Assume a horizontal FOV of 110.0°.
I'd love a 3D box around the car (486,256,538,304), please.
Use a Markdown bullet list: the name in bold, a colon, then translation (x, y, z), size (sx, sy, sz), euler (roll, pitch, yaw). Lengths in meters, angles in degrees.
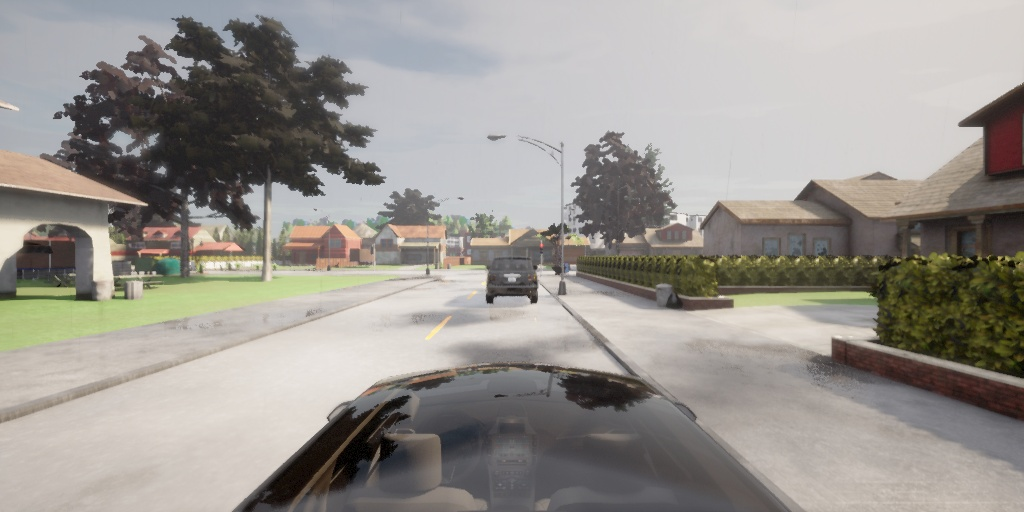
- **car**: translation (0.000, 1.006, 16.530), size (2.150, 2.045, 5.566), euler (0, 0, 0)
